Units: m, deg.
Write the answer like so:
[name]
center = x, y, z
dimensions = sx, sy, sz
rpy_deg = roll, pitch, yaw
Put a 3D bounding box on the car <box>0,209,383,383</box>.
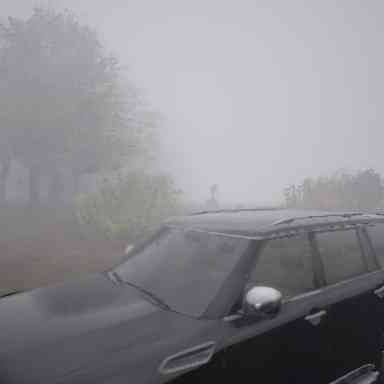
[car]
center = 0.533, 1.246, 3.716
dimensions = 5.566, 2.045, 2.150
rpy_deg = 1, -1, -35
